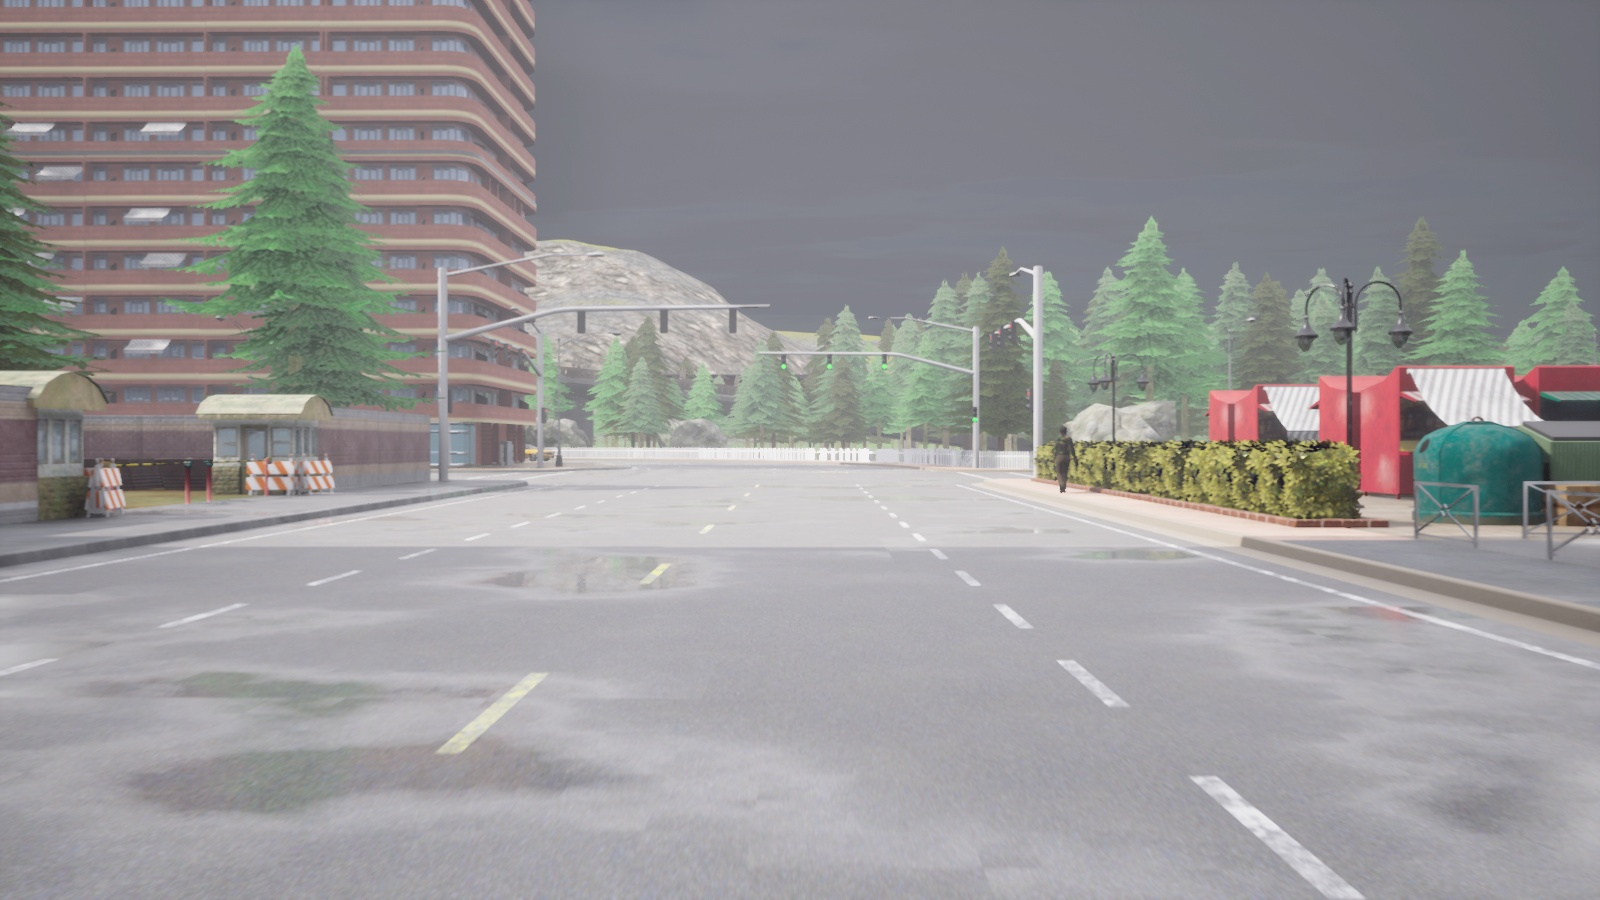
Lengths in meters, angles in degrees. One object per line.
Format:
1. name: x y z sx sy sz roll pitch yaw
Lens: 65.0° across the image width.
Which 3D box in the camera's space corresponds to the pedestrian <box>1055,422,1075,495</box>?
1. pedestrian: 6.999 0.219 33.184 0.395 1.930 0.692 0 0 2
